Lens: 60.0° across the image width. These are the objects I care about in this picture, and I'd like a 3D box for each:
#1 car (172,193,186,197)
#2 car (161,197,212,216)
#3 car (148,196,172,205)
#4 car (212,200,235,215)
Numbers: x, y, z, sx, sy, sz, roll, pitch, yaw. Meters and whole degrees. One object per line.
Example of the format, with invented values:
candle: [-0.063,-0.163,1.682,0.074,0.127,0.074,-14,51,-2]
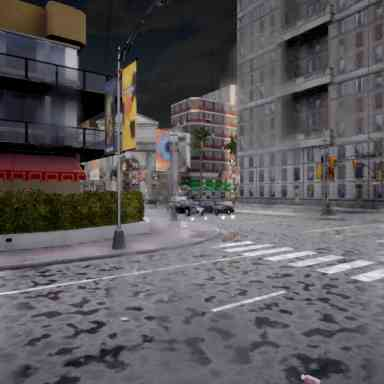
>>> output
car: [-2.554,1.221,62.282,2.150,2.045,5.566,0,0,-15]
car: [-0.645,1.492,32.190,2.128,1.511,4.902,0,0,-35]
car: [-6.266,1.505,59.597,1.837,1.490,4.892,0,0,-44]
car: [2.039,1.547,34.455,2.033,1.411,5.357,0,0,-35]
